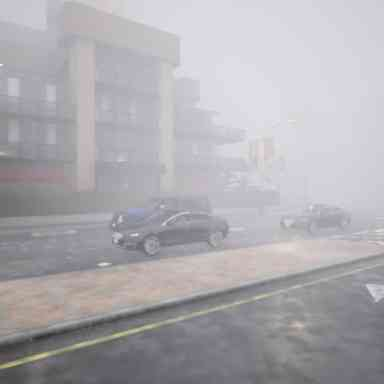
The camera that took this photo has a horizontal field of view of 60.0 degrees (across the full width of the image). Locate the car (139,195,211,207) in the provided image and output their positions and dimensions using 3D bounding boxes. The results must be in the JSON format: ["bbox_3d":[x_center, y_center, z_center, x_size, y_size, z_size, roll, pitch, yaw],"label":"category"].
[{"bbox_3d":[-1.362,1.187,17.026,5.566,2.045,2.150,0,0,-35],"label":"car"}]

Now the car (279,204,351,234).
[{"bbox_3d":[6.984,1.425,18.700,4.902,1.511,2.128,0,0,-35],"label":"car"}]

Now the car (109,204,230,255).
[{"bbox_3d":[-0.697,1.463,13.227,4.902,1.511,2.128,0,0,-35],"label":"car"}]
